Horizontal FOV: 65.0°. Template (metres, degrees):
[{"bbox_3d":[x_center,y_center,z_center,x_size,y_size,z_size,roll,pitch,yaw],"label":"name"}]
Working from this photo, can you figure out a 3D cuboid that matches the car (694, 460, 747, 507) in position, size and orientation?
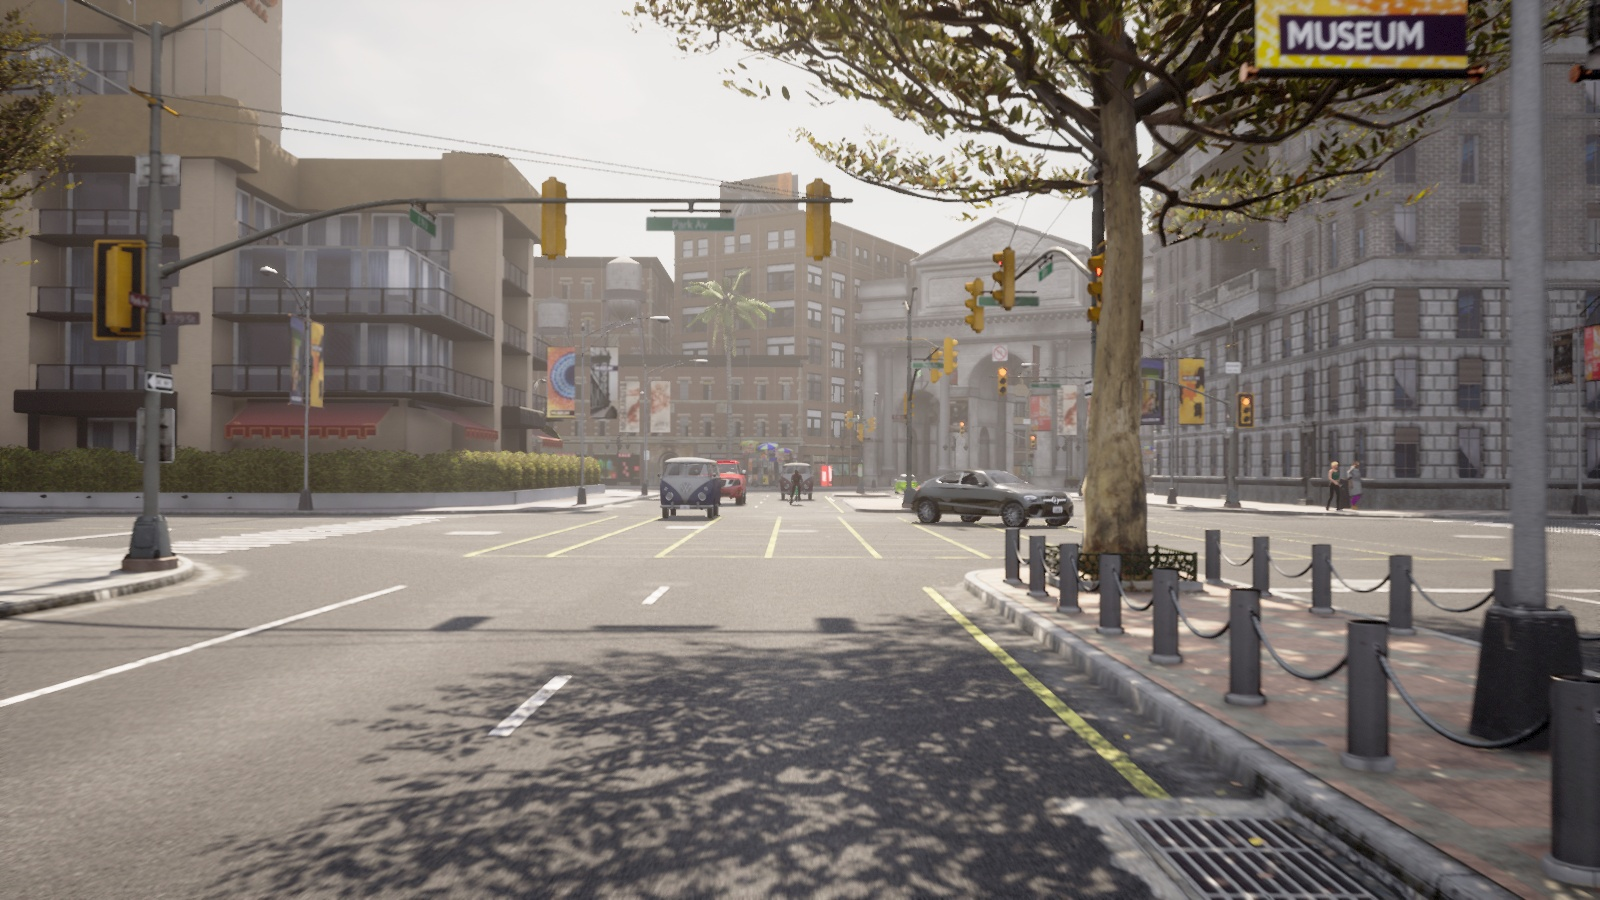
[{"bbox_3d":[-3.642,1.525,58.410,2.150,2.045,5.566,0,-1,0],"label":"car"}]

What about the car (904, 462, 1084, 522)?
[{"bbox_3d":[5.612,1.188,36.886,2.152,1.651,5.027,1,-1,-41],"label":"car"}]

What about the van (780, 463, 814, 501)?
[{"bbox_3d":[-0.167,1.712,68.269,1.775,1.987,4.442,0,-1,0],"label":"van"}]

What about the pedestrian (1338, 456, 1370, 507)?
[{"bbox_3d":[21.308,1.195,48.322,0.659,1.952,0.873,0,-1,-28],"label":"pedestrian"}]

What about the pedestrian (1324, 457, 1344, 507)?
[{"bbox_3d":[19.855,1.173,46.695,0.345,1.836,0.594,0,-1,-17],"label":"pedestrian"}]

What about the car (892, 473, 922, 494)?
[{"bbox_3d":[7.287,2.272,85.582,1.481,1.376,2.207,0,-1,-10],"label":"car"}]

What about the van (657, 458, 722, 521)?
[{"bbox_3d":[-3.602,1.280,41.755,1.775,1.987,4.442,0,-1,0],"label":"van"}]
